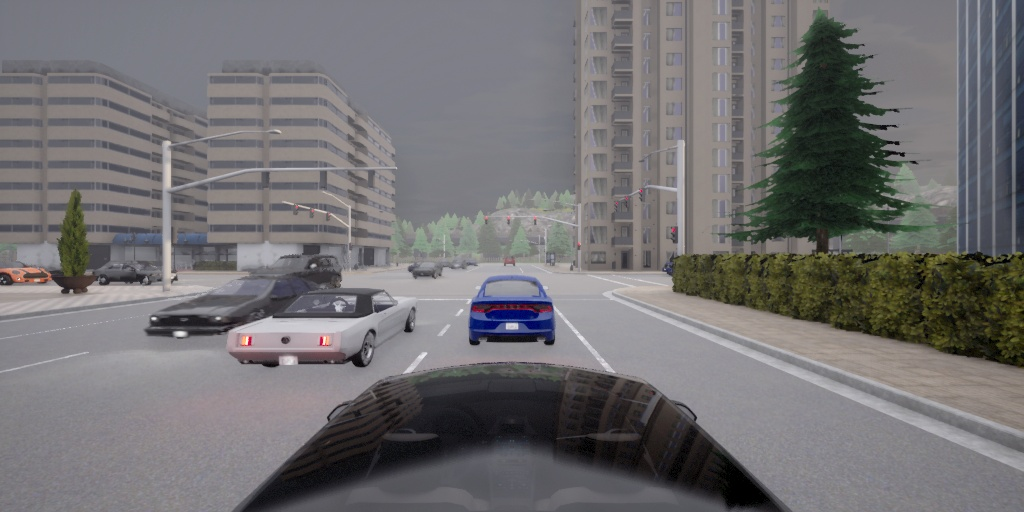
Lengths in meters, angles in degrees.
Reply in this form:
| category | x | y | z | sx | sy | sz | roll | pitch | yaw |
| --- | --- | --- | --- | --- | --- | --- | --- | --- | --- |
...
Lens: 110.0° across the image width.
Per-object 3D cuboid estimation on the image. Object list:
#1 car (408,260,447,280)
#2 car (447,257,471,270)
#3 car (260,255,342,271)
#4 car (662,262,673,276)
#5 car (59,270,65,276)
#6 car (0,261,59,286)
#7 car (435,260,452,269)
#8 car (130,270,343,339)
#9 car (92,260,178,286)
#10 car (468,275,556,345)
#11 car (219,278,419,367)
| category | x | y | z | sx | sy | sz | roll | pitch | yaw |
| --- | --- | --- | --- | --- | --- | --- | --- | --- | --- |
| car | -7.368 | 1.227 | 31.812 | 1.882 | 1.535 | 5.008 | 0 | 0 | -1 |
| car | -7.536 | 1.241 | 51.088 | 2.128 | 1.511 | 4.902 | 0 | 0 | 0 |
| car | -10.758 | 0.971 | 18.273 | 2.150 | 2.045 | 5.566 | 0 | 0 | 0 |
| car | 17.894 | 0.971 | 35.453 | 5.566 | 2.045 | 2.150 | 0 | 0 | 0 |
| car | -38.613 | 1.351 | 28.318 | 4.718 | 1.301 | 1.895 | 0 | 0 | 0 |
| car | -35.097 | 1.102 | 24.810 | 4.553 | 1.767 | 2.097 | 0 | 0 | 0 |
| car | -11.088 | 1.313 | 58.403 | 1.994 | 1.385 | 4.181 | 0 | 0 | 0 |
| car | -7.176 | 1.297 | 10.396 | 2.033 | 1.411 | 5.357 | 0 | 0 | -1 |
| car | -25.946 | 1.241 | 24.780 | 4.902 | 1.511 | 2.128 | 0 | 0 | 1 |
| car | -0.004 | 1.228 | 9.507 | 1.882 | 1.535 | 5.008 | 0 | 0 | 0 |
| car | -3.496 | 1.351 | 7.841 | 1.895 | 1.301 | 4.718 | 0 | 0 | 0 |
